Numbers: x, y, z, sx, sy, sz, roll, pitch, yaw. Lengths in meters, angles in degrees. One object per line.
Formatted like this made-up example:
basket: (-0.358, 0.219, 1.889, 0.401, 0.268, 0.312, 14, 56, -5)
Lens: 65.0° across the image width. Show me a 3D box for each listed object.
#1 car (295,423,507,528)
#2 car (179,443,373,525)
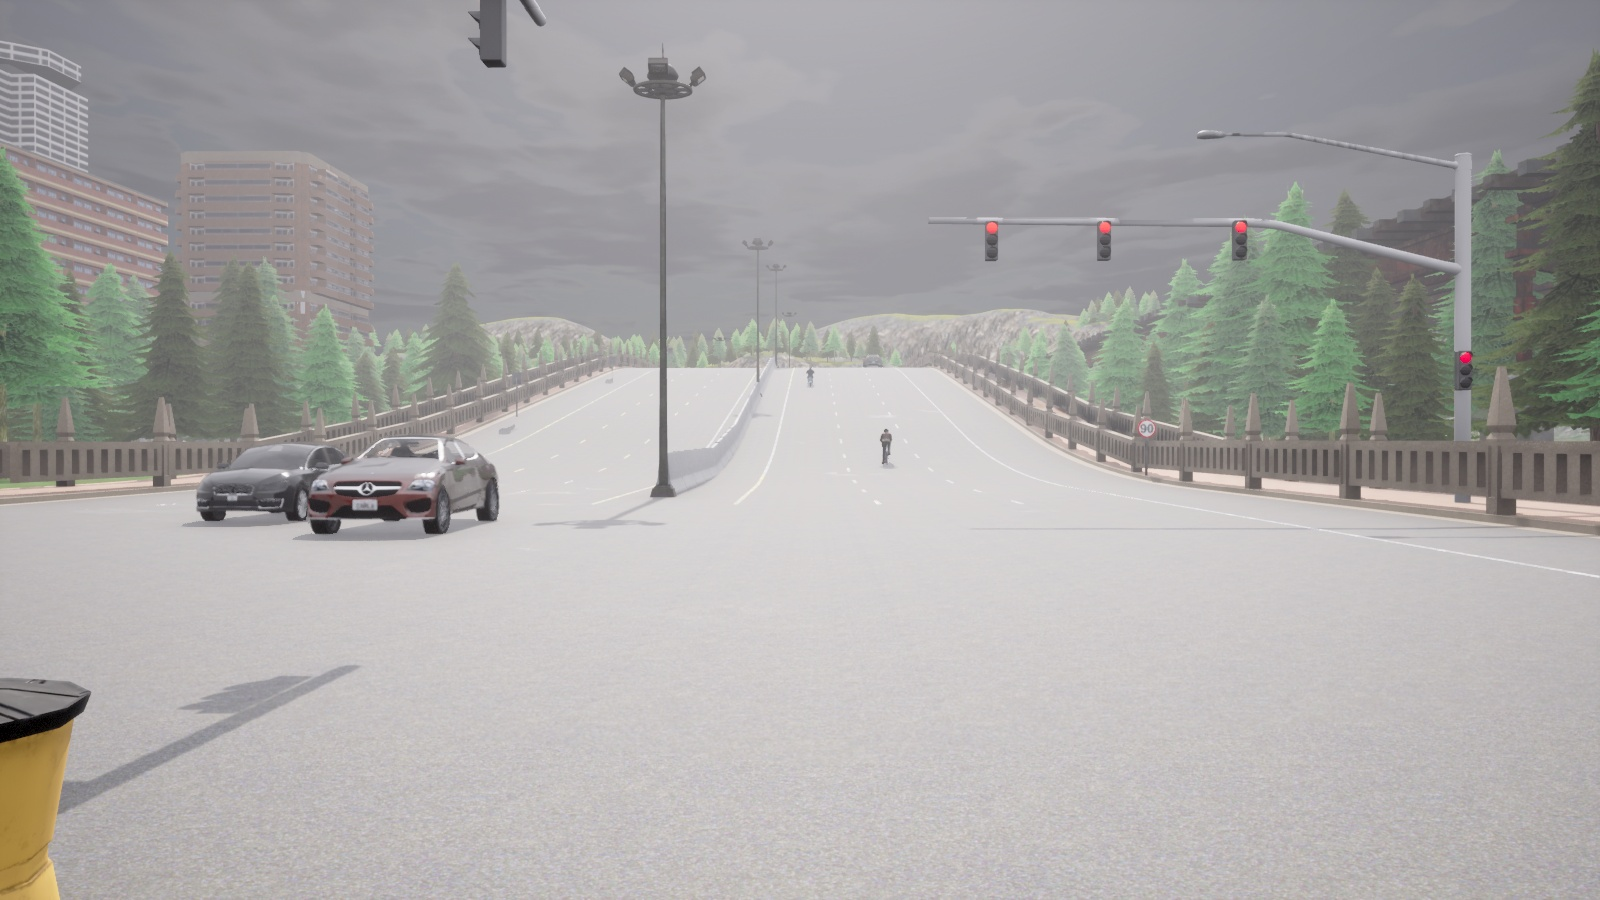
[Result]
car: (-6.864, 0.394, 22.277, 2.152, 1.651, 5.027, 0, 0, 0)
car: (-10.348, 0.600, 25.268, 1.837, 1.490, 4.892, 0, 0, 0)
